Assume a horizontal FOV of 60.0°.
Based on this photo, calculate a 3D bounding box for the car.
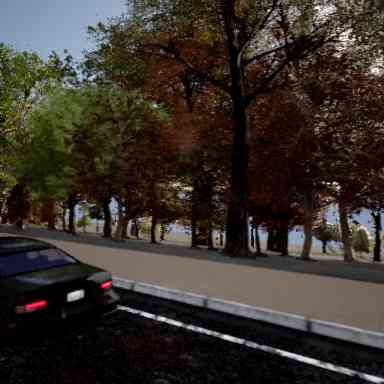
[{"bbox_3d":[-3.761,1.591,6.368,5.357,1.411,2.033,0,0,36],"label":"car"}]
